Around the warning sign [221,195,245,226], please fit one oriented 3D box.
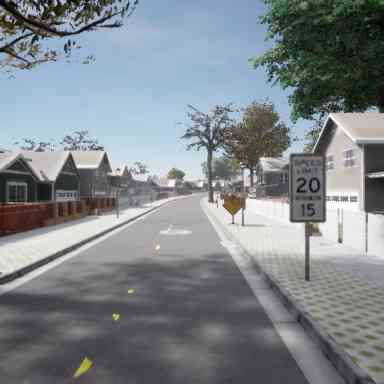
[{"bbox_3d":[2.508,1.092,20.348,1.300,1.860,1.060,-1,0,0],"label":"warning sign"}]
